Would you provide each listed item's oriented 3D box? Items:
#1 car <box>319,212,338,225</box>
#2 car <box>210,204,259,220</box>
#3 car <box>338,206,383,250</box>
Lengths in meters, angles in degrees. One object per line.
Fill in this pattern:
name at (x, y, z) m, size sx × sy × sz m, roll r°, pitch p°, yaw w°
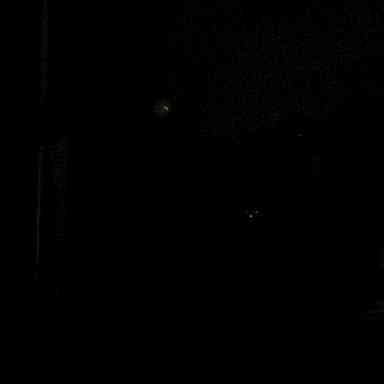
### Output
car at (11.850, 1.724, 23.628) m, size 2.033 × 1.411 × 5.357 m, roll 2°, pitch -1°, yaw -35°
car at (3.647, 1.699, 29.573) m, size 1.895 × 1.301 × 4.718 m, roll 2°, pitch -1°, yaw -35°
car at (8.150, 1.405, 11.701) m, size 2.128 × 1.511 × 4.902 m, roll 2°, pitch -1°, yaw -35°
